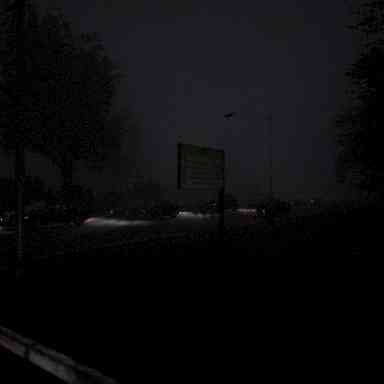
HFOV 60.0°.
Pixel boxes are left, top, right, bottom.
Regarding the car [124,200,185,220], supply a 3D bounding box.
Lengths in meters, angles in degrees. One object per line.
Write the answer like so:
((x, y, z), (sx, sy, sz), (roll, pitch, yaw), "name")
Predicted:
((-3.182, 1.506, 29.062), (1.882, 1.535, 5.008), (0, 0, 39), "car")

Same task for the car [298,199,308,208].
((13.782, 1.520, 45.189), (1.895, 1.301, 4.718), (0, 0, 35), "car")

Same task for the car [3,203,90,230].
((-9.078, 1.528, 21.696), (2.128, 1.511, 4.902), (0, 0, 39), "car")

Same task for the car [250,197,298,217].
((7.824, 1.483, 31.367), (2.128, 1.511, 4.902), (0, 0, 38), "car")

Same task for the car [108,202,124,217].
((-5.649, 1.526, 31.583), (2.128, 1.511, 4.902), (0, 0, 38), "car")

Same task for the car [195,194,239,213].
((3.120, 1.220, 37.059), (2.150, 2.045, 5.566), (0, 0, 38), "car")

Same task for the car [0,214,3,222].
((-11.389, 1.569, 24.406), (1.812, 1.442, 4.674), (0, 0, 40), "car")

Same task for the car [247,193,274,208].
((9.608, 1.161, 45.602), (2.150, 2.045, 5.566), (0, 0, 36), "car")

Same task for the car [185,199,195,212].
((0.793, 1.549, 39.759), (2.033, 1.411, 5.357), (0, 0, 38), "car")

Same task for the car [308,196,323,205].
((20.276, 1.404, 54.885), (1.994, 1.385, 4.181), (0, 0, 32), "car")
